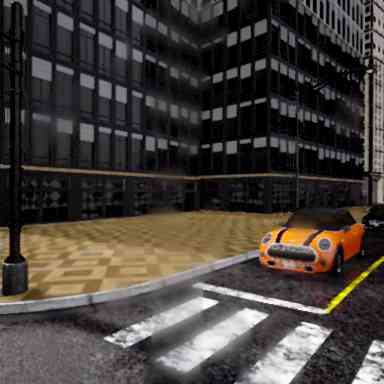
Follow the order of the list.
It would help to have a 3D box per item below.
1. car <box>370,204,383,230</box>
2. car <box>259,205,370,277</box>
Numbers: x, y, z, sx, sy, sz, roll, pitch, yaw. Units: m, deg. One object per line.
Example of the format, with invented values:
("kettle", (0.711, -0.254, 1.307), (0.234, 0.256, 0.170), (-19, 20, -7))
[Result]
("car", (11.382, 1.495, 19.487), (1.837, 1.490, 4.892), (0, 1, 41))
("car", (3.910, 1.343, 10.460), (2.097, 1.767, 4.553), (0, 0, 38))
